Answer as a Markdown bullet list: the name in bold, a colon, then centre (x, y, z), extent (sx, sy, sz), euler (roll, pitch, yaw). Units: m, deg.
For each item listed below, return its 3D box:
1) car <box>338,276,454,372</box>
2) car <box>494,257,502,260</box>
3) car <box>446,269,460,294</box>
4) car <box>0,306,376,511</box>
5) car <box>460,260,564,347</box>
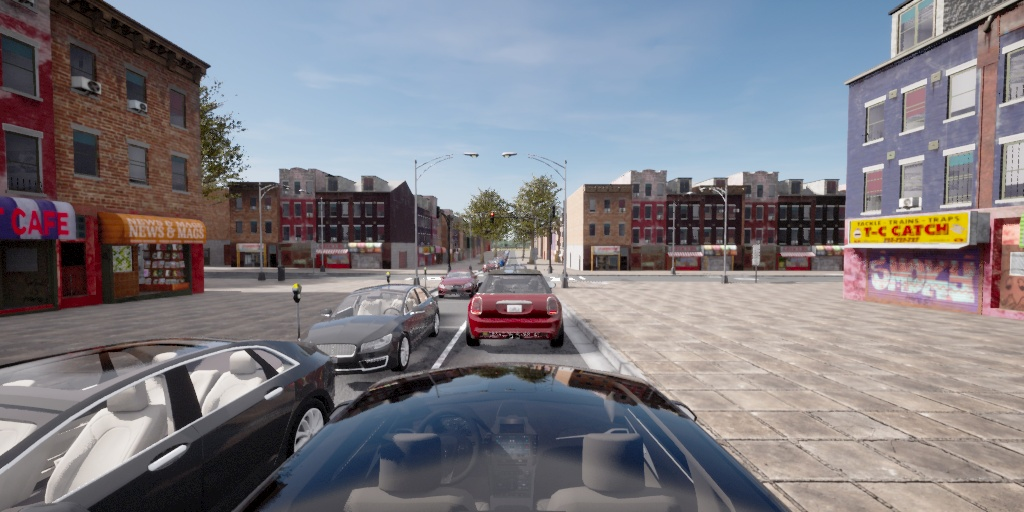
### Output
- **car**: centre (-2.631, 1.298, 7.457), extent (2.007, 1.370, 4.403), euler (0, 0, 0)
- **car**: centre (-2.568, 1.233, 45.127), extent (1.967, 1.591, 4.097), euler (0, 0, 0)
- **car**: centre (-2.613, 1.332, 18.351), extent (1.802, 1.307, 4.207), euler (0, 0, 0)
- **car**: centre (-2.640, 1.300, 2.009), extent (2.007, 1.370, 4.403), euler (0, 0, 0)
- **car**: centre (0.110, 1.099, 9.501), extent (2.097, 1.767, 4.553), euler (0, 0, 2)
